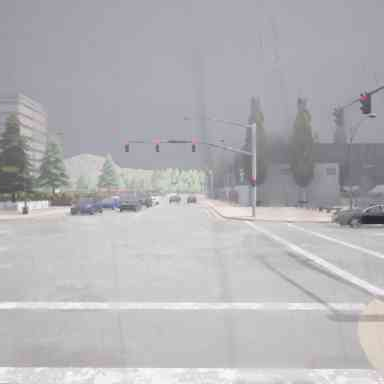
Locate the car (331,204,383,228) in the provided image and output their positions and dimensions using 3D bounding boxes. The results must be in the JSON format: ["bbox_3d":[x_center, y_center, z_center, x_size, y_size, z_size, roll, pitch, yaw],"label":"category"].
[{"bbox_3d":[11.537,1.491,21.338,4.902,1.511,2.128,0,0,-1],"label":"car"}]

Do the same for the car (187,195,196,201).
[{"bbox_3d":[-0.040,1.407,76.843,1.994,1.385,4.181,0,0,0],"label":"car"}]

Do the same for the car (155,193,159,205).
[{"bbox_3d":[-7.089,1.221,59.060,2.150,2.045,5.566,0,0,1],"label":"car"}]

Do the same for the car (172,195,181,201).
[{"bbox_3d":[-3.540,1.407,76.841,1.994,1.385,4.181,0,0,0],"label":"car"}]

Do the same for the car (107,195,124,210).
[{"bbox_3d":[-10.613,1.477,43.108,1.882,1.535,5.008,0,0,0],"label":"car"}]

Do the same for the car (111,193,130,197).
[{"bbox_3d":[-10.612,1.352,51.624,2.097,1.767,4.553,0,0,0],"label":"car"}]

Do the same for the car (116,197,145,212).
[{"bbox_3d":[-7.104,1.601,38.665,1.895,1.301,4.718,0,0,0],"label":"car"}]

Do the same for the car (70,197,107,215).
[{"bbox_3d":[-10.675,1.352,33.973,2.097,1.767,4.553,0,0,2],"label":"car"}]

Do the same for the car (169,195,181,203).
[{"bbox_3d":[-3.534,1.505,66.471,1.837,1.490,4.892,0,0,0],"label":"car"}]

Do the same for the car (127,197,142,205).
[{"bbox_3d":[-10.592,1.564,61.508,1.994,1.385,4.181,0,0,0],"label":"car"}]

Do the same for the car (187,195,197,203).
[{"bbox_3d":[-0.034,1.477,66.473,1.882,1.535,5.008,0,0,0],"label":"car"}]

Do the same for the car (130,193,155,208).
[{"bbox_3d":[-7.100,1.221,48.403,2.150,2.045,5.566,0,0,0],"label":"car"}]
